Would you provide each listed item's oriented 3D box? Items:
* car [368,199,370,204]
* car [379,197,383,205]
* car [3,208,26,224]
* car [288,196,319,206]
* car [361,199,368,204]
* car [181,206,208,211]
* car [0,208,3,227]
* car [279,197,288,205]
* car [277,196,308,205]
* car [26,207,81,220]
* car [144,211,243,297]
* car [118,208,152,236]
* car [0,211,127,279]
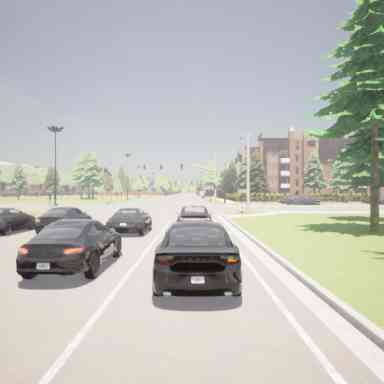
[{"bbox_3d":[33.757,1.545,57.026,5.357,1.411,2.033,0,0,0],"label":"car"},{"bbox_3d":[33.398,1.349,53.550,4.553,1.767,2.097,0,0,0],"label":"car"},{"bbox_3d":[-10.376,1.563,18.465,1.994,1.385,4.181,0,0,0],"label":"car"},{"bbox_3d":[18.232,1.561,53.461,4.181,1.385,1.994,0,0,0],"label":"car"},{"bbox_3d":[33.691,1.541,60.473,5.357,1.411,2.033,0,0,0],"label":"car"},{"bbox_3d":[0.124,1.491,18.008,2.128,1.511,4.902,0,0,0],"label":"car"},{"bbox_3d":[-6.890,1.351,7.888,2.097,1.767,4.553,0,0,0],"label":"car"},{"bbox_3d":[18.131,1.545,56.960,5.357,1.411,2.033,0,0,0],"label":"car"},{"bbox_3d":[18.249,1.489,60.456,4.902,1.511,2.128,0,0,0],"label":"car"},{"bbox_3d":[-6.878,1.525,18.156,1.812,1.442,4.674,0,0,0],"label":"car"},{"bbox_3d":[0.111,1.477,8.641,1.882,1.535,5.008,0,0,0],"label":"car"},{"bbox_3d":[-3.377,1.563,18.342,1.994,1.385,4.181,0,0,0],"label":"car"},{"bbox_3d":[-3.388,1.525,9.880,1.812,1.442,4.674,0,0,0],"label":"car"}]
